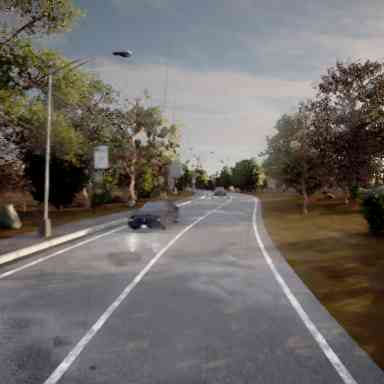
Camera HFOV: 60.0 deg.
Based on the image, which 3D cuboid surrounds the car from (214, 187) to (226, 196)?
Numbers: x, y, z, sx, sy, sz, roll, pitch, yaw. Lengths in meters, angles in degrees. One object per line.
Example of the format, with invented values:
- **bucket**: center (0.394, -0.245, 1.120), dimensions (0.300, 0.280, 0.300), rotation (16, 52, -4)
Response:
- **car**: center (5.108, -0.140, 59.994), dimensions (2.097, 1.767, 4.553), rotation (0, 2, 5)

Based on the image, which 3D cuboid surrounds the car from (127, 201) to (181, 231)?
- **car**: center (-1.892, 1.191, 18.475), dimensions (2.033, 1.411, 5.357), rotation (0, 1, 9)
